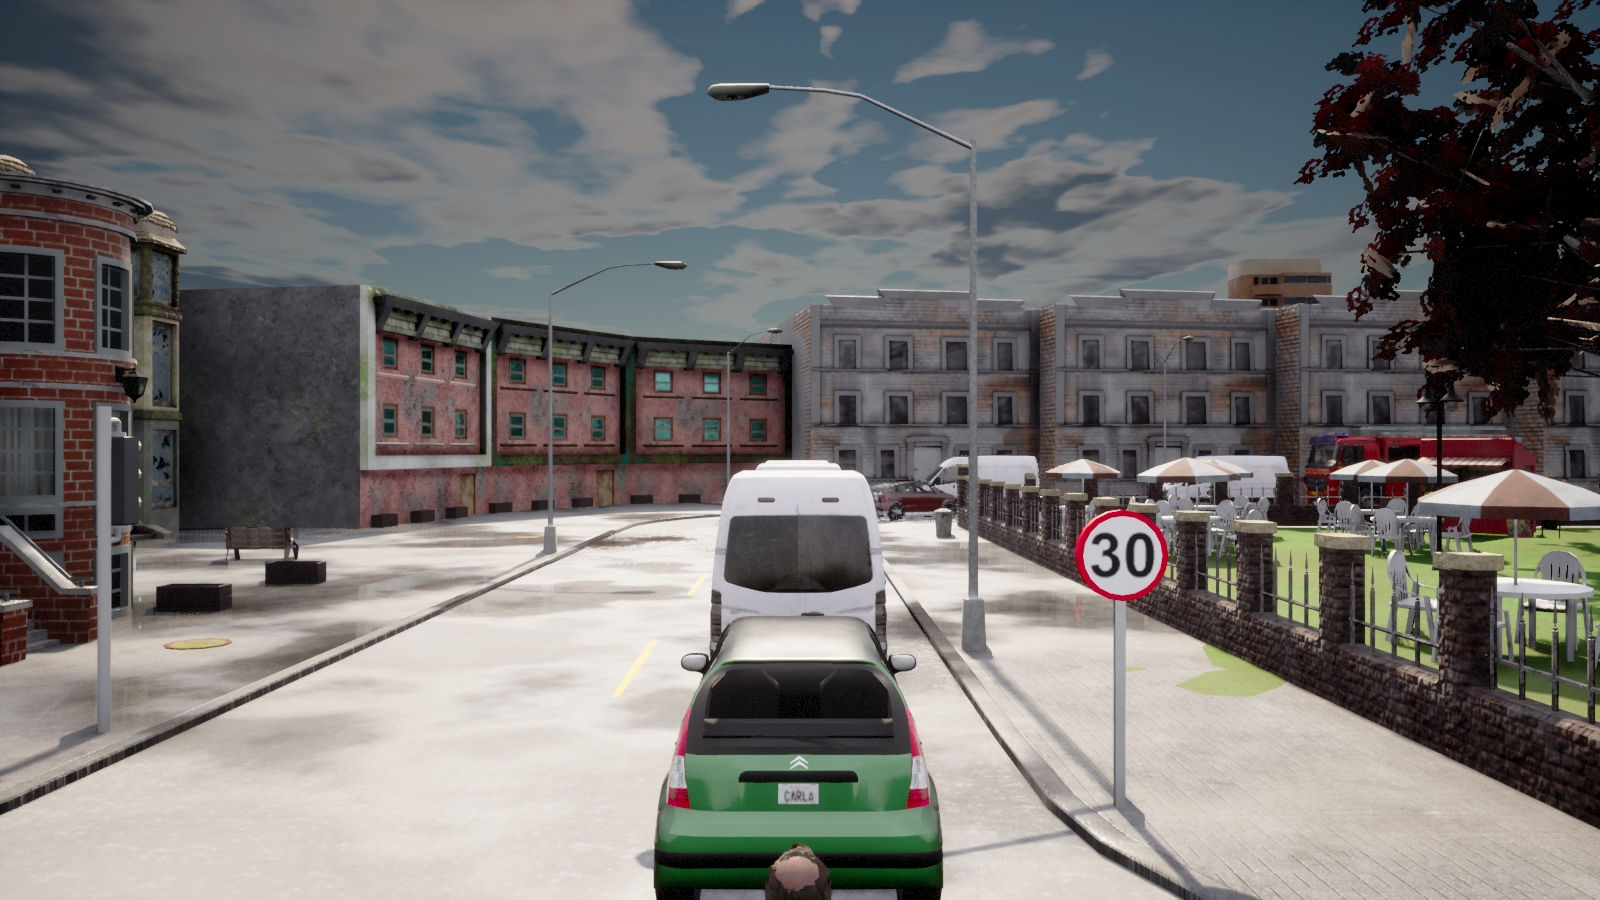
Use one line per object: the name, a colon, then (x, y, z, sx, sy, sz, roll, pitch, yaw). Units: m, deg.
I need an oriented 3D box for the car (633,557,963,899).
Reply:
car: (-0.015, 1.779, 8.404, 1.851, 1.617, 3.988, 0, 0, 0)

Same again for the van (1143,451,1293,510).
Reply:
van: (18.387, 1.315, 50.452, 5.915, 2.561, 1.988, 0, 0, 0)

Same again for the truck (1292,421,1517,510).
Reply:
truck: (26.693, 0.671, 50.713, 8.468, 3.827, 2.891, 0, 0, 0)

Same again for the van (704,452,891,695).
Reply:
van: (-0.025, 1.315, 15.105, 1.988, 2.561, 5.915, 0, 0, 0)

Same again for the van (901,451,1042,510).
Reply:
van: (7.495, 1.316, 50.407, 5.915, 2.561, 1.988, 0, 0, -1)

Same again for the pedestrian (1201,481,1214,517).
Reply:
pedestrian: (15.057, 1.805, 42.213, 0.375, 1.300, 0.375, 0, 0, 11)
